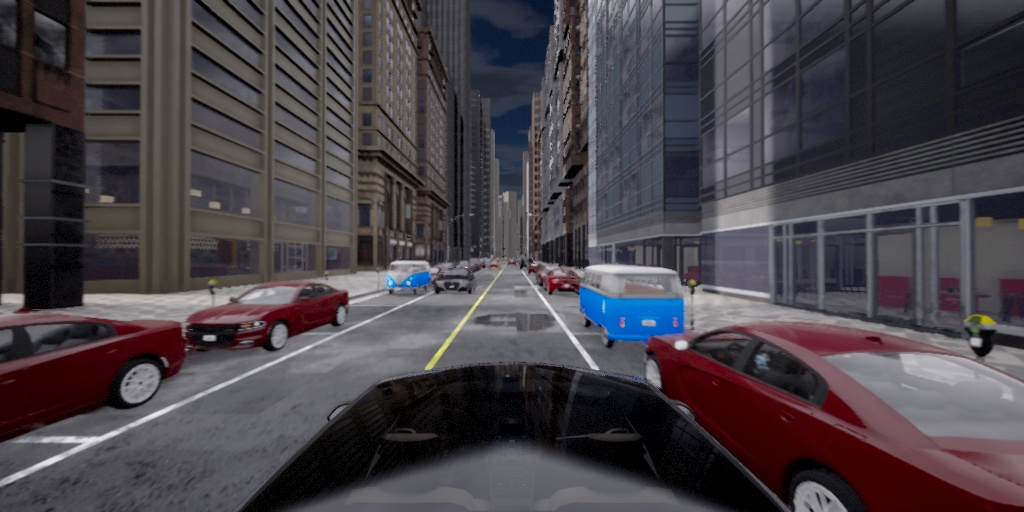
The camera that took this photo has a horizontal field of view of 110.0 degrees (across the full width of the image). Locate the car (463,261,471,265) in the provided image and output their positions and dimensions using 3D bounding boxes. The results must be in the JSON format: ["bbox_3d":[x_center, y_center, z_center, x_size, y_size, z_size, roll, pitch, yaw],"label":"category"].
[{"bbox_3d":[-5.774,1.454,37.085,1.948,1.339,4.313,0,0,0],"label":"car"}]

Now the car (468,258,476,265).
[{"bbox_3d":[-5.776,1.351,42.686,1.967,1.591,4.097,0,0,0],"label":"car"}]

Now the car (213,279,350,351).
[{"bbox_3d":[-5.765,1.323,9.076,1.888,1.381,4.507,0,0,0],"label":"car"}]

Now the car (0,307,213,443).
[{"bbox_3d":[-5.763,1.301,3.474,1.888,1.381,4.507,0,0,0],"label":"car"}]

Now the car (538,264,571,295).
[{"bbox_3d":[2.757,1.368,20.292,1.888,1.381,4.507,0,0,0],"label":"car"}]

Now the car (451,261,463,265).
[{"bbox_3d":[-5.772,1.306,31.483,1.967,1.591,4.097,0,0,0],"label":"car"}]

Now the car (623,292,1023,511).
[{"bbox_3d":[2.762,1.302,3.485,1.888,1.381,4.507,0,0,0],"label":"car"}]

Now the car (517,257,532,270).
[{"bbox_3d":[2.375,1.207,59.391,2.150,2.045,5.566,0,0,0],"label":"car"}]

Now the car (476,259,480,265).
[{"bbox_3d":[-5.777,1.499,48.288,1.948,1.339,4.313,0,0,0],"label":"car"}]

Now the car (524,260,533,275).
[{"bbox_3d":[2.750,1.457,42.700,1.888,1.381,4.507,0,0,0],"label":"car"}]

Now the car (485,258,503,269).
[{"bbox_3d":[-3.056,1.342,61.996,2.097,1.767,4.553,0,0,0],"label":"car"}]

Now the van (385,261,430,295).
[{"bbox_3d":[-5.768,1.163,20.280,1.690,1.789,3.998,0,0,0],"label":"van"}]

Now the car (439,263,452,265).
[{"bbox_3d":[-5.770,1.426,25.881,1.802,1.307,4.207,0,0,0],"label":"car"}]

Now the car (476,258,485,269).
[{"bbox_3d":[-5.779,1.270,53.890,2.192,1.841,5.009,0,0,0],"label":"car"}]

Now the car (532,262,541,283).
[{"bbox_3d":[2.755,1.285,25.894,1.967,1.591,4.097,0,0,0],"label":"car"}]

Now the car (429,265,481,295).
[{"bbox_3d":[-3.104,1.387,20.446,1.994,1.385,4.181,0,0,0],"label":"car"}]

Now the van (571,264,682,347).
[{"bbox_3d":[2.761,1.120,9.087,1.690,1.789,3.998,0,0,0],"label":"van"}]
